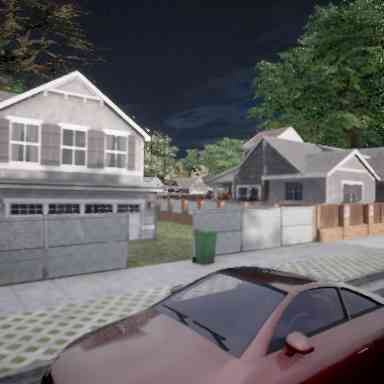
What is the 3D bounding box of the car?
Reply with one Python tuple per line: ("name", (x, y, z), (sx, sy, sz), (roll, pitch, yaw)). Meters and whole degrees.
("car", (0.663, 1.570, 3.539), (4.181, 1.385, 1.994), (0, 0, -35))
